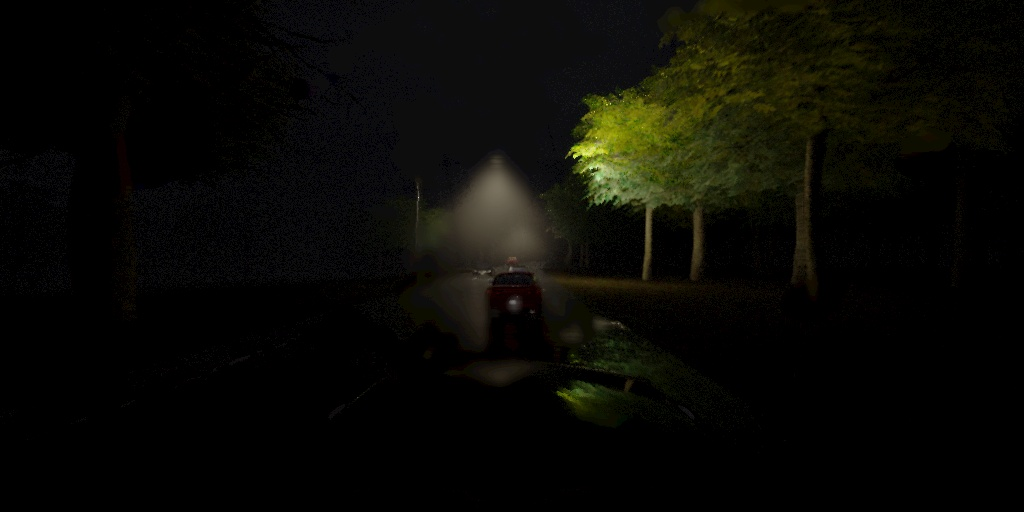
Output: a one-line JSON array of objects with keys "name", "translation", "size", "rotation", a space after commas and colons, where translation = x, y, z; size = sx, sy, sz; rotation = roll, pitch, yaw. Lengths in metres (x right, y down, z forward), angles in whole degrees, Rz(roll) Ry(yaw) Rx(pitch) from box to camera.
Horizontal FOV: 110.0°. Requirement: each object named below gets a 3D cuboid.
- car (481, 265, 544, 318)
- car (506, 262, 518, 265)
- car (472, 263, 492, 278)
[{"name": "car", "translation": [0.143, 1.283, 13.296], "size": [1.882, 1.535, 5.008], "rotation": [0, 0, 1]}, {"name": "car", "translation": [0.441, 1.419, 27.085], "size": [2.033, 1.411, 5.357], "rotation": [0, 0, 2]}, {"name": "car", "translation": [-2.769, 1.441, 36.624], "size": [1.812, 1.442, 4.674], "rotation": [0, 0, 2]}]
